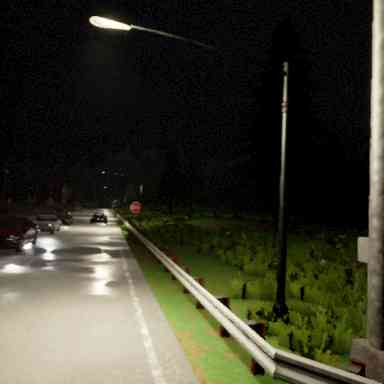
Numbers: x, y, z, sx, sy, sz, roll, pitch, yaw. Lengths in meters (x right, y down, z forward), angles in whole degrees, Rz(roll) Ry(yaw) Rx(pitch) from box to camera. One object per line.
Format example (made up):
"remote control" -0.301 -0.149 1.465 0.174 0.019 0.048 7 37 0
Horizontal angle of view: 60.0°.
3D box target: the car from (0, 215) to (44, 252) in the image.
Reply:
"car" -8.961 1.966 16.377 1.882 1.535 5.008 3 -3 -14

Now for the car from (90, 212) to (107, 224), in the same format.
"car" -11.420 3.206 40.837 1.994 1.385 4.181 3 -3 -14

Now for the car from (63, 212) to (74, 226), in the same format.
"car" -13.852 2.821 35.731 2.033 1.411 5.357 3 -3 -14

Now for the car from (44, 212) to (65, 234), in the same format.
"car" -11.256 2.453 25.382 1.895 1.301 4.718 3 -3 -14
